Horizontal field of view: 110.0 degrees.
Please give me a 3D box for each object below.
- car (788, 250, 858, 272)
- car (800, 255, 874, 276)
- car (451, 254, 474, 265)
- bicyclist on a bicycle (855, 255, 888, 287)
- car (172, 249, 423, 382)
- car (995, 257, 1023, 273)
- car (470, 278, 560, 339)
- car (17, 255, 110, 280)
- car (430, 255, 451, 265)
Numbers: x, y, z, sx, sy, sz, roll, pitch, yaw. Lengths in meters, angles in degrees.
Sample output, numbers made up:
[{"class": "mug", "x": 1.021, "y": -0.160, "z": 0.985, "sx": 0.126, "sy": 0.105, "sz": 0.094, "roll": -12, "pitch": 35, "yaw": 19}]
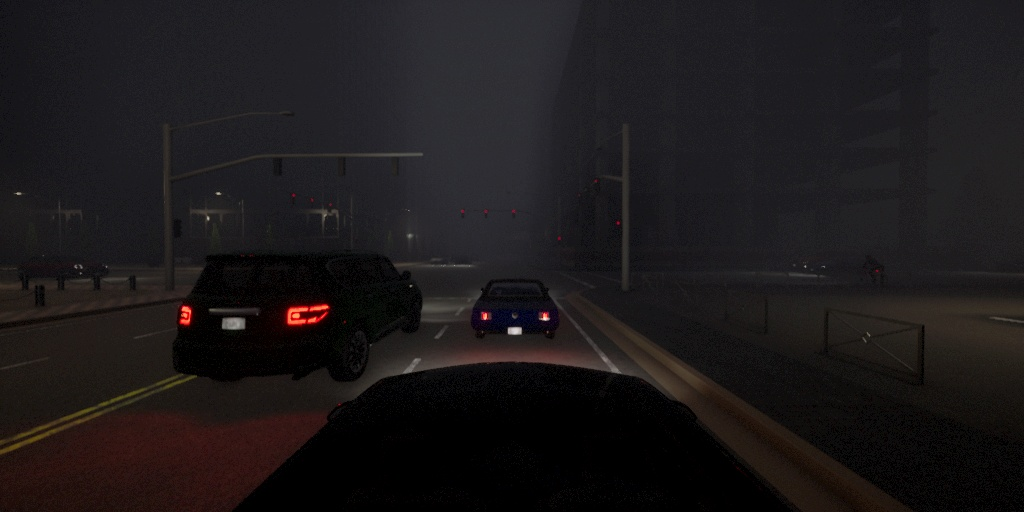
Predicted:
[{"class": "car", "x": 28.614, "y": 0.481, "z": 32.815, "sx": 5.566, "sy": 2.045, "sz": 2.150, "roll": 0, "pitch": 1, "yaw": 0}, {"class": "car", "x": 26.832, "y": 0.835, "z": 29.300, "sx": 4.674, "sy": 1.442, "sz": 1.812, "roll": 0, "pitch": 1, "yaw": 0}, {"class": "car", "x": -7.080, "y": 0.614, "z": 51.892, "sx": 1.994, "sy": 1.385, "sz": 4.181, "roll": 0, "pitch": 1, "yaw": 0}, {"class": "bicyclist on a bicycle", "x": 18.331, "y": 0.766, "z": 18.300, "sx": 0.582, "sy": 1.620, "sz": 1.656, "roll": 0, "pitch": 1, "yaw": 0}, {"class": "car", "x": -3.438, "y": 0.896, "z": 7.143, "sx": 2.150, "sy": 2.045, "sz": 5.566, "roll": 0, "pitch": 1, "yaw": 0}, {"class": "car", "x": 47.482, "y": 0.774, "z": 32.786, "sx": 5.008, "sy": 1.535, "sz": 1.882, "roll": 0, "pitch": 1, "yaw": 0}, {"class": "car", "x": 0.080, "y": 1.240, "z": 9.661, "sx": 1.895, "sy": 1.301, "sz": 4.718, "roll": 0, "pitch": 1, "yaw": 0}, {"class": "car", "x": -31.287, "y": 0.720, "z": 25.126, "sx": 4.553, "sy": 1.767, "sz": 2.097, "roll": 0, "pitch": 1, "yaw": 0}, {"class": "car", "x": -10.579, "y": 0.574, "z": 52.039, "sx": 1.812, "sy": 1.442, "sz": 4.674, "roll": 0, "pitch": 1, "yaw": 0}]
